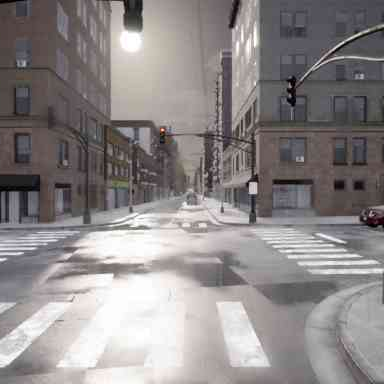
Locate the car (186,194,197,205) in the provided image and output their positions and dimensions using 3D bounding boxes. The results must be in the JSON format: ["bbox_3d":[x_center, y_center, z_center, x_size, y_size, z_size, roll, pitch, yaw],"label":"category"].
[{"bbox_3d":[-0.016,1.594,60.021,2.033,1.411,5.357,0,0,0],"label":"car"}]

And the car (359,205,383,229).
[{"bbox_3d":[12.053,1.123,18.376,5.009,1.841,2.192,-1,1,0],"label":"car"}]
